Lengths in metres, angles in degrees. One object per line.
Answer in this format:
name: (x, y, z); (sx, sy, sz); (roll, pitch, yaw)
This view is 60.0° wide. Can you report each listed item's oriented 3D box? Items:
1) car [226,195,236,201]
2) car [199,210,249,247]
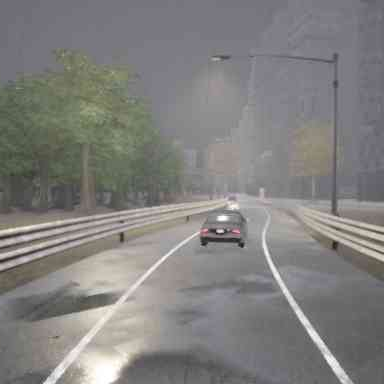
car: (9.138, 1.429, 78.734); (1.882, 1.535, 5.008); (0, 0, -5)
car: (1.578, 1.553, 15.256); (2.033, 1.411, 5.357); (0, 0, 11)
